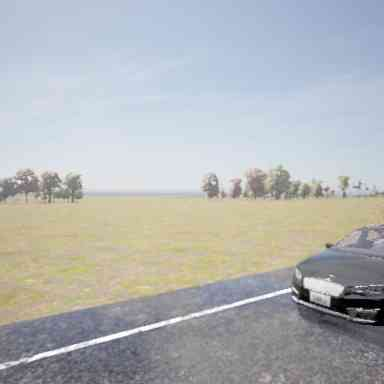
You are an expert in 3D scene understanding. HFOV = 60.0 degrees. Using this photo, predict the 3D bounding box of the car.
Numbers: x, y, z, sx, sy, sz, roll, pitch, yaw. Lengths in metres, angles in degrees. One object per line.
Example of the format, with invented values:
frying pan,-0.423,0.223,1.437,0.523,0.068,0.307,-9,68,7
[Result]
car,4.102,1.476,6.846,4.902,1.511,2.128,0,0,-35
